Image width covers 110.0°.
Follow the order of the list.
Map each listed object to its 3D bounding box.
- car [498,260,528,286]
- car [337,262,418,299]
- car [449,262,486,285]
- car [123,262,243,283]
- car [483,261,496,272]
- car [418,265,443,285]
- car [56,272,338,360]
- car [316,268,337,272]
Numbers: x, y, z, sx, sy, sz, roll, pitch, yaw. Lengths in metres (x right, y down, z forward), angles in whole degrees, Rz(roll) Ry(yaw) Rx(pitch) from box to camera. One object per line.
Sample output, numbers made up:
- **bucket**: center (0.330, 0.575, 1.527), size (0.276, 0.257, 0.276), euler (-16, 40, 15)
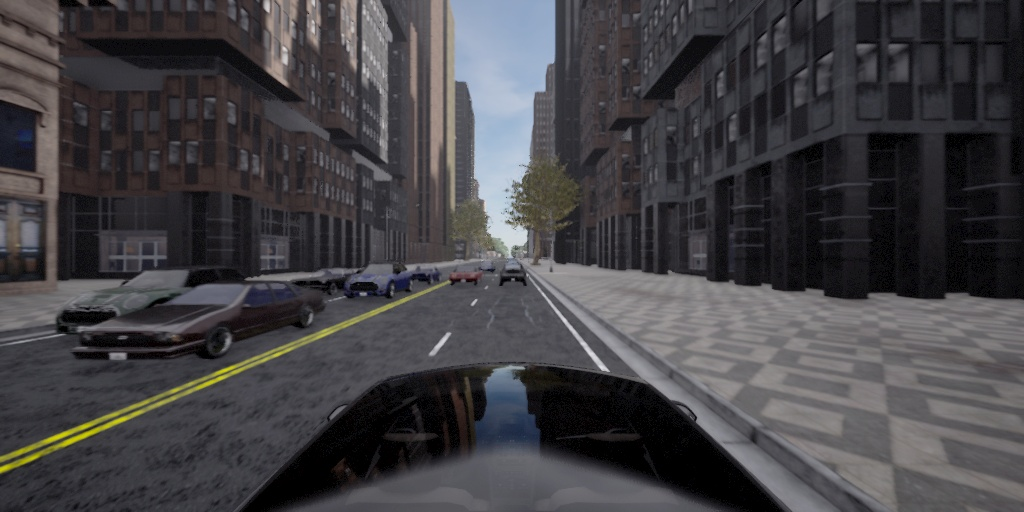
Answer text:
- **car**: center (0.085, 1.256, 25.617), size (1.837, 1.490, 4.892), euler (0, 1, 0)
- **car**: center (-6.560, 1.099, 18.103), size (2.097, 1.767, 4.553), euler (0, 0, 0)
- **car**: center (-3.164, 1.348, 25.658), size (1.895, 1.301, 4.718), euler (0, 0, 0)
- **car**: center (-9.840, 1.097, 10.507), size (2.097, 1.767, 4.553), euler (0, 0, 0)
- **car**: center (-3.134, 1.306, 46.018), size (1.994, 1.385, 4.181), euler (0, 0, 0)
- **car**: center (-6.486, 1.346, 26.501), size (1.895, 1.301, 4.718), euler (0, 0, 0)
- **car**: center (-6.595, 1.294, 8.662), size (2.033, 1.411, 5.357), euler (0, 0, 0)
- **car**: center (-9.803, 1.345, 19.472), size (1.895, 1.301, 4.718), euler (0, 0, 0)
